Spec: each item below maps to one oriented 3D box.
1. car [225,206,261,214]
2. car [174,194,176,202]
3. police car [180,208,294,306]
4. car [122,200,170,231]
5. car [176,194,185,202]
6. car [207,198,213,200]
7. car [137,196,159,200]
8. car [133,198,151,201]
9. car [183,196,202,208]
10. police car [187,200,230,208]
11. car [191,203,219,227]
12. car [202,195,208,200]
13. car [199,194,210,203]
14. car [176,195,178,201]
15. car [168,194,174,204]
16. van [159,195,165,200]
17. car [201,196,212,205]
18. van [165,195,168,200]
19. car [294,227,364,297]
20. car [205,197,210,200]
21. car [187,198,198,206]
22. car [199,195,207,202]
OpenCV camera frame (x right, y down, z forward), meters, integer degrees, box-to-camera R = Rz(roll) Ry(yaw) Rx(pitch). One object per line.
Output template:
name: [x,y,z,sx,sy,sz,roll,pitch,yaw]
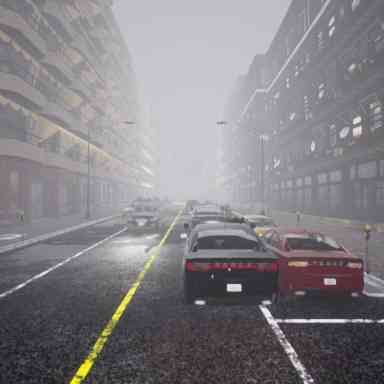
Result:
car: [2.614,1.538,14.174,1.752,1.417,4.829,1,0,0]
car: [-5.150,1.475,69.387,2.192,1.841,5.009,1,0,0]
police car: [0.729,1.431,8.254,1.930,1.638,5.238,0,0,0]
car: [-2.807,1.514,20.893,2.128,1.511,4.902,0,0,0]
car: [-2.577,1.583,85.332,2.097,1.767,4.553,0,0,0]
car: [2.646,1.587,30.595,1.887,1.381,4.507,1,0,0]
car: [-5.216,1.369,36.206,2.192,1.841,5.009,2,0,0]
car: [-5.233,1.567,30.504,1.752,1.417,4.829,2,0,0]
car: [0.100,1.581,45.588,1.837,1.490,4.892,0,0,0]
police car: [0.862,1.444,18.255,1.930,1.638,5.238,0,0,0]
car: [0.874,1.555,24.148,1.812,1.442,4.674,0,0,0]
car: [2.691,1.644,52.718,1.887,1.381,4.507,1,0,0]
car: [2.707,1.497,74.842,2.192,1.841,5.009,1,0,0]
car: [-5.134,1.773,80.449,1.947,1.339,4.313,1,0,0]
car: [-5.161,1.454,63.857,2.192,1.841,5.009,1,0,0]
van: [-5.195,1.422,47.264,1.690,1.788,3.998,2,0,0]
car: [2.723,1.578,63.780,1.967,1.590,4.097,1,0,0]
van: [-5.184,1.440,52.796,1.690,1.788,3.998,1,0,0]
car: [2.602,1.551,8.472,1.887,1.381,4.507,1,0,0]
car: [2.657,1.604,36.126,2.008,1.369,4.403,1,0,0]
car: [0.122,1.724,59.726,1.895,1.301,4.718,0,0,0]
car: [2.726,1.674,85.905,1.967,1.590,4.097,1,0,0]
